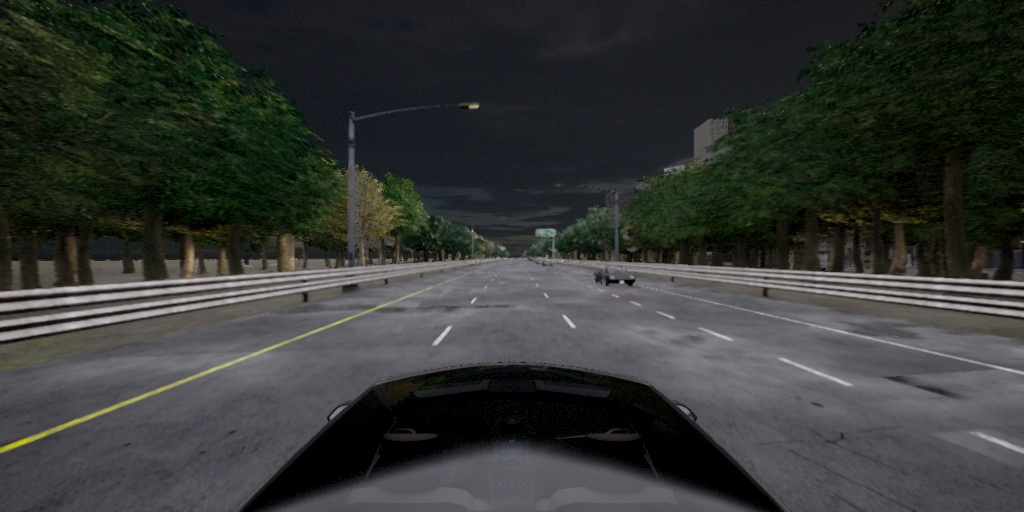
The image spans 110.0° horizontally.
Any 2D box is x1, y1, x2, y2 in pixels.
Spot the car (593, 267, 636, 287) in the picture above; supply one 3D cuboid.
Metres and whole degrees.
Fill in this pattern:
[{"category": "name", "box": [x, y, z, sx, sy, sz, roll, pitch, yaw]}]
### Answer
[{"category": "car", "box": [7.027, 1.404, 25.159, 1.895, 1.301, 4.718, 0, 0, 0]}]
